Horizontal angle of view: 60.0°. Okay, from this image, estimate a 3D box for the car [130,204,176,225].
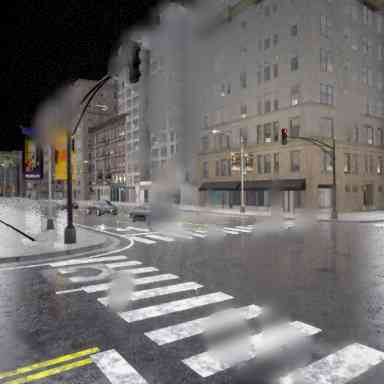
[{"bbox_3d":[-2.993,1.594,24.773,1.994,1.385,4.181,-1,0,-36],"label":"car"}]

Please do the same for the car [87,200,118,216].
[{"bbox_3d":[-9.044,1.542,33.222,1.837,1.490,4.892,-1,0,-36],"label":"car"}]

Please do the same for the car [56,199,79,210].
[{"bbox_3d":[-16.209,1.610,43.255,1.994,1.385,4.181,-1,0,-35],"label":"car"}]
